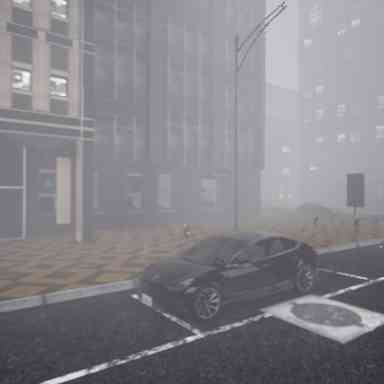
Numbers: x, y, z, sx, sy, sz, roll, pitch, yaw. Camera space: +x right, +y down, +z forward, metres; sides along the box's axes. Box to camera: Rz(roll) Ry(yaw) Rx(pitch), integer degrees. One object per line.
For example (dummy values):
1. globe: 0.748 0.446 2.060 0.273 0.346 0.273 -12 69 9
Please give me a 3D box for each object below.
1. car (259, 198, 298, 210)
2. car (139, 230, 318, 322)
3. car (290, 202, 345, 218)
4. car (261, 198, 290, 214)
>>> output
1. car: 11.165 1.500 43.134 1.752 1.417 4.829 0 0 -36
2. car: 0.971 1.567 7.248 4.313 1.339 1.947 0 0 -35
3. car: 11.054 1.535 28.907 1.802 1.307 4.206 1 0 -36
4. car: 7.854 1.468 33.371 1.752 1.417 4.829 1 0 -36
